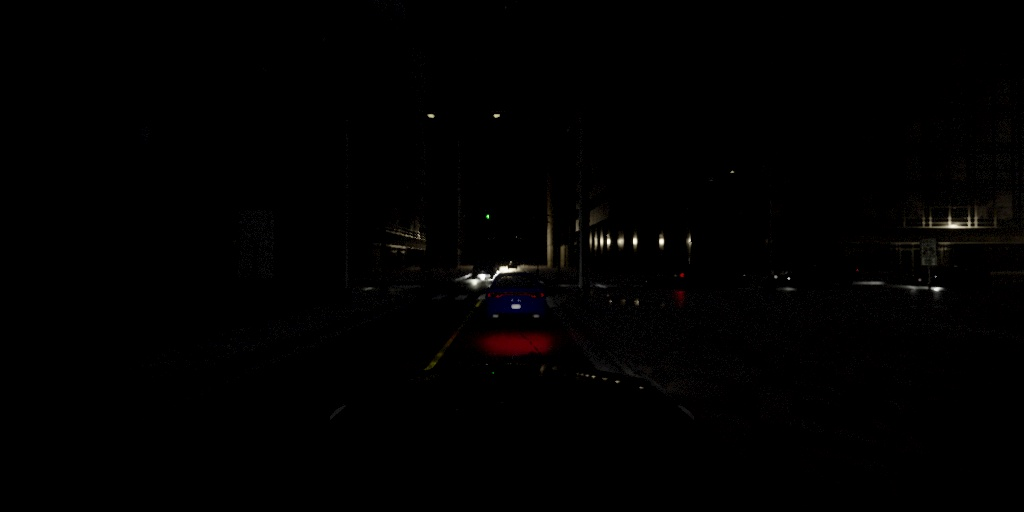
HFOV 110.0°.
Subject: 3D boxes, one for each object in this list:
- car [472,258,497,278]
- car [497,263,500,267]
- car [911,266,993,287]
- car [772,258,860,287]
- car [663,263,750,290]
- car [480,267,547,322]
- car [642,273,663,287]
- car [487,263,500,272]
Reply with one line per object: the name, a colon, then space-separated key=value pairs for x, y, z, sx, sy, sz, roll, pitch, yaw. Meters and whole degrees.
car: x=-3.052 y=1.278 z=38.788 sx=2.150 sy=2.045 sz=5.566 roll=0 pitch=0 yaw=-2
car: x=-3.031 y=1.744 z=48.675 sx=1.895 sy=1.301 sz=4.718 roll=0 pitch=-1 yaw=0
car: x=32.129 y=1.460 z=26.208 sx=4.674 sy=1.442 sz=1.812 roll=0 pitch=-1 yaw=0
car: x=22.033 y=1.170 z=26.236 sx=5.566 sy=2.045 sz=2.150 roll=0 pitch=-1 yaw=-1
car: x=12.642 y=1.275 z=23.095 sx=4.553 sy=1.767 sz=2.097 roll=0 pitch=-1 yaw=0
car: x=0.115 y=1.315 z=12.671 sx=1.882 sy=1.535 sz=5.008 roll=0 pitch=-1 yaw=0
car: x=12.081 y=1.555 z=26.235 sx=4.718 sy=1.301 sz=1.895 roll=0 pitch=-1 yaw=3
car: x=-2.981 y=1.834 z=58.931 sx=1.895 sy=1.301 sz=4.718 roll=0 pitch=-1 yaw=1
